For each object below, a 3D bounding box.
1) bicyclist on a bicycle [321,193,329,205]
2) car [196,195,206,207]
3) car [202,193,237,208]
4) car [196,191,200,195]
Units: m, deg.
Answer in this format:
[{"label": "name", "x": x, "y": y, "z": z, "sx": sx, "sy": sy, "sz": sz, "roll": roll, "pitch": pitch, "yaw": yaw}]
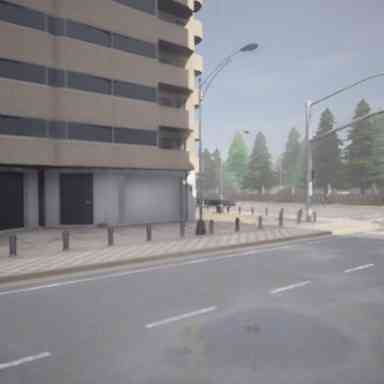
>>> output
[{"label": "bicyclist on a bicycle", "x": 17.374, "y": 0.920, "z": 43.490, "sx": 1.656, "sy": 1.620, "sz": 0.582, "roll": -1, "pitch": 1, "yaw": -36}, {"label": "car", "x": -0.655, "y": 1.382, "z": 43.741, "sx": 1.895, "sy": 1.301, "sz": 4.718, "roll": -1, "pitch": 0, "yaw": -36}, {"label": "car", "x": 3.711, "y": 1.219, "z": 43.667, "sx": 1.882, "sy": 1.535, "sz": 5.008, "roll": -1, "pitch": 1, "yaw": -36}, {"label": "car", "x": -0.054, "y": 0.885, "z": 61.097, "sx": 2.150, "sy": 2.045, "sz": 5.566, "roll": -1, "pitch": 0, "yaw": -35}]
